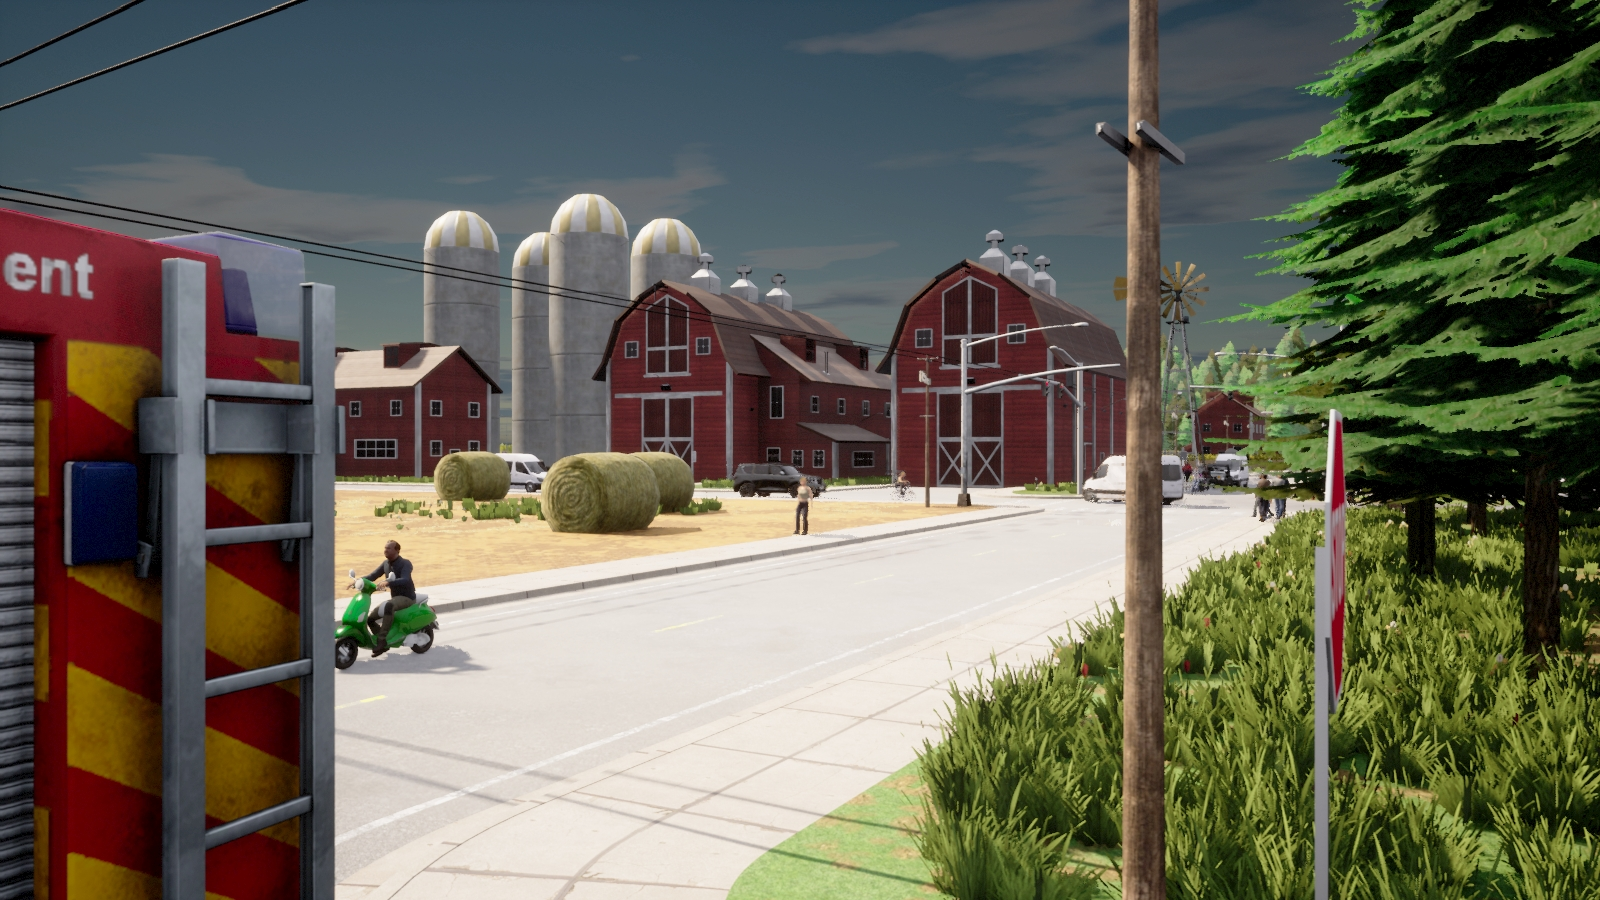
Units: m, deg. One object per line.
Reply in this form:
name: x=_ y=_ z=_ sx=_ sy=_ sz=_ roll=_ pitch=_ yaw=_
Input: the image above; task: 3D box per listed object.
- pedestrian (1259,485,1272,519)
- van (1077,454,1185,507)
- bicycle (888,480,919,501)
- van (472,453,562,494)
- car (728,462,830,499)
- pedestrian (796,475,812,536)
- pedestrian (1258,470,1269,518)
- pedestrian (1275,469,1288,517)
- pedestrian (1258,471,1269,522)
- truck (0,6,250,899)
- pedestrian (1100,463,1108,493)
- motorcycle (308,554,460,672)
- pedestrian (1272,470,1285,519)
pedestrian: x=17.802 y=1.977 z=43.697 sx=0.375 sy=1.300 sz=0.375 roll=0 pitch=0 yaw=4
van: x=17.061 y=1.517 z=59.227 sx=1.988 sy=2.561 sz=5.915 roll=1 pitch=0 yaw=-25
bicycle: x=5.694 y=2.232 z=62.683 sx=1.487 sy=1.080 sz=0.859 roll=1 pitch=0 yaw=27
van: x=-18.659 y=1.498 z=75.239 sx=5.915 sy=2.561 sz=1.988 roll=0 pitch=1 yaw=27
car: x=-1.228 y=1.757 z=66.266 sx=5.566 sy=2.045 sz=2.150 roll=0 pitch=0 yaw=27
pedestrian: x=0.123 y=1.695 z=35.267 sx=0.375 sy=1.860 sz=0.375 roll=0 pitch=0 yaw=25
pedestrian: x=18.095 y=1.697 z=44.610 sx=0.375 sy=1.860 sz=0.375 roll=0 pitch=0 yaw=18
pedestrian: x=18.910 y=1.695 z=44.878 sx=0.375 sy=1.860 sz=0.375 roll=0 pitch=0 yaw=36
pedestrian: x=17.037 y=1.696 z=42.004 sx=0.375 sy=1.860 sz=0.375 roll=0 pitch=0 yaw=24
truck: x=-6.100 y=0.867 z=3.615 sx=8.468 sy=3.827 sz=2.891 roll=0 pitch=0 yaw=22
pedestrian: x=18.443 y=1.698 z=69.374 sx=0.375 sy=1.860 sz=0.375 roll=0 pitch=0 yaw=33
motorcycle: x=-5.561 y=2.143 z=15.388 sx=0.856 sy=1.316 sz=1.805 roll=0 pitch=0 yaw=28
pedestrian: x=18.388 y=1.695 z=43.902 sx=0.375 sy=1.860 sz=0.375 roll=0 pitch=0 yaw=-44
